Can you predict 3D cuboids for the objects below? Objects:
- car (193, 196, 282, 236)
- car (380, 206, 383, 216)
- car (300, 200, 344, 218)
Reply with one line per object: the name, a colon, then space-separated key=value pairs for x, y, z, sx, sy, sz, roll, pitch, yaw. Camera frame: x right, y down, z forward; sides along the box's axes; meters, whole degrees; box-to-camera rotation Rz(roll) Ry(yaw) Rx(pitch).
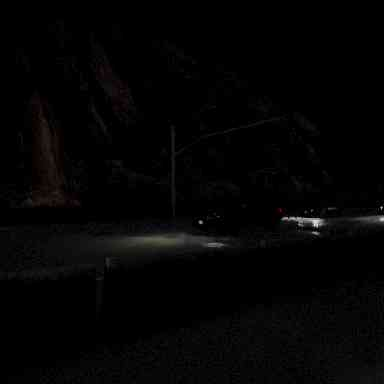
car: x=2.701 y=1.224 z=18.838 sx=5.566 sy=2.045 sz=2.150 roll=0 pitch=0 yaw=-36
car: x=19.416 y=1.526 z=30.911 sx=4.718 sy=1.301 sz=1.895 roll=0 pitch=0 yaw=-36
car: x=11.606 y=1.460 z=29.587 sx=4.892 sy=1.490 sz=1.837 roll=0 pitch=0 yaw=-36
